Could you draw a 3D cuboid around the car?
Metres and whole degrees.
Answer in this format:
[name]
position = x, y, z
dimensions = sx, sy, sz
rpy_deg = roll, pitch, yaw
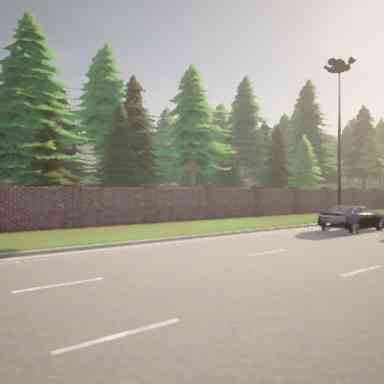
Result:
[car]
position = 9.126, 1.478, 18.859
dimensions = 4.902, 1.511, 2.128
rpy_deg = 0, 0, -36
